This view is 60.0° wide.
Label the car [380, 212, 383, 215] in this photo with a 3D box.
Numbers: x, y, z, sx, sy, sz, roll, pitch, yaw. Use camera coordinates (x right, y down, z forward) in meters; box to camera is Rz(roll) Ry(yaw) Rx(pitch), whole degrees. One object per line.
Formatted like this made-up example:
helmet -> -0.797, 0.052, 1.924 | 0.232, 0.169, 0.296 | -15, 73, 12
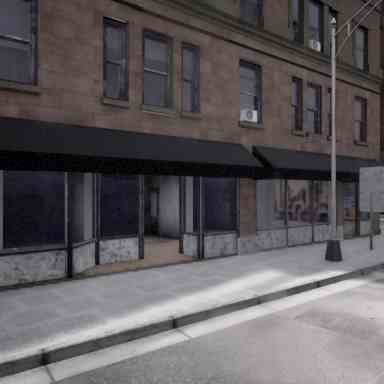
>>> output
car -> 15.884, 1.146, 28.139 | 2.097, 1.767, 4.553 | 0, 1, -36
